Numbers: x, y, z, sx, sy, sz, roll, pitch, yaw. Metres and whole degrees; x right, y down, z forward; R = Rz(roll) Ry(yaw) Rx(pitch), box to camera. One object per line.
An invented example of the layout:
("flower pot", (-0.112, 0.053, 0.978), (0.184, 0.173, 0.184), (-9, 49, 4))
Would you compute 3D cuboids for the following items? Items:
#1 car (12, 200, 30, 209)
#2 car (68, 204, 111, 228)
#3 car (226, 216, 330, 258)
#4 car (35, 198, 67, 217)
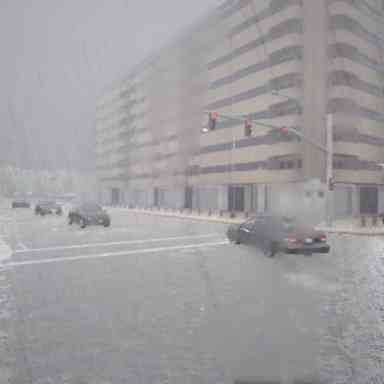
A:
("car", (-24.804, 1.778, 48.239), (1.895, 1.301, 4.718), (1, -1, -35))
("car", (-7.200, 1.621, 23.118), (1.837, 1.490, 4.892), (1, -1, -35))
("car", (3.177, 1.677, 13.521), (2.033, 1.411, 5.357), (1, 0, -17))
("car", (-14.408, 1.632, 33.361), (2.128, 1.511, 4.902), (1, -1, -35))
